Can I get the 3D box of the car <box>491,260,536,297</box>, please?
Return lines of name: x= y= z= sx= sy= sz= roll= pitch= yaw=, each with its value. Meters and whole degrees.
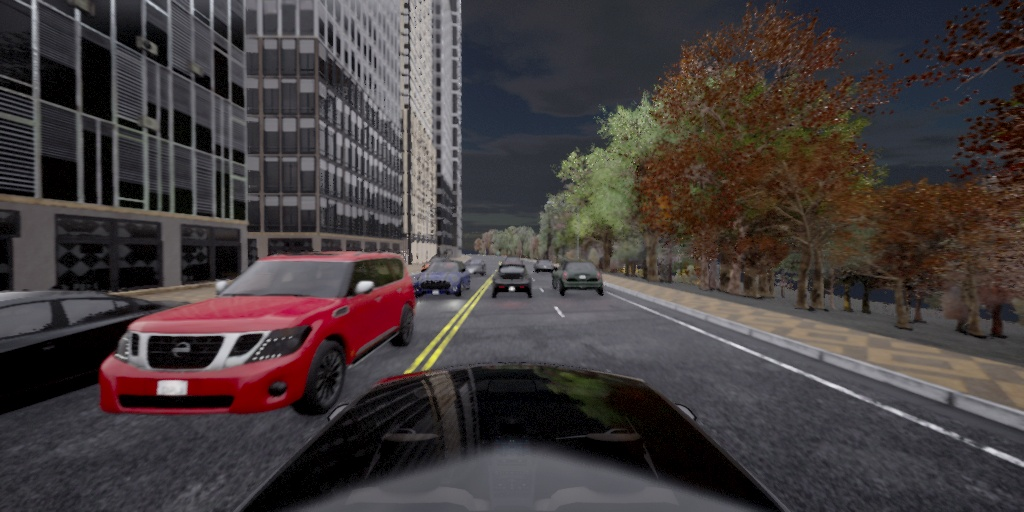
car: x=0.009 y=1.129 z=17.799 sx=1.837 sy=1.490 sz=4.892 roll=0 pitch=1 yaw=0

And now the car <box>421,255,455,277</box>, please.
car: x=-6.523 y=0.856 z=32.041 sx=2.097 sy=1.767 sz=4.553 roll=0 pitch=1 yaw=0

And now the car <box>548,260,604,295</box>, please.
car: x=3.270 y=0.968 z=18.680 sx=2.097 sy=1.767 sz=4.553 roll=0 pitch=0 yaw=0

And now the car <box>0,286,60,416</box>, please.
car: x=-6.593 y=1.207 z=4.361 sx=1.882 sy=1.535 sz=5.008 roll=0 pitch=1 yaw=0

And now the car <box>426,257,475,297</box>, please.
car: x=-3.291 y=0.978 z=17.755 sx=2.097 sy=1.767 sz=4.553 roll=0 pitch=0 yaw=0

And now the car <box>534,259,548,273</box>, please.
car: x=3.315 y=1.019 z=37.994 sx=1.994 sy=1.385 sz=4.181 roll=0 pitch=1 yaw=0

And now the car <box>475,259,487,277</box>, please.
car: x=-3.274 y=0.998 z=31.961 sx=2.128 sy=1.511 sz=4.902 roll=0 pitch=0 yaw=0

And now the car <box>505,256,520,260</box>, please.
car: x=0.062 y=0.824 z=35.864 sx=2.097 sy=1.767 sz=4.553 roll=0 pitch=0 yaw=0

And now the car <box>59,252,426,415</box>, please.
car: x=-3.343 y=0.936 z=6.318 sx=2.150 sy=2.045 sz=5.566 roll=0 pitch=0 yaw=1
